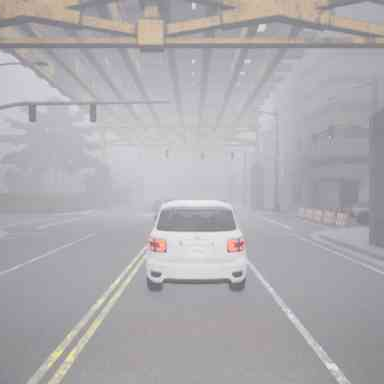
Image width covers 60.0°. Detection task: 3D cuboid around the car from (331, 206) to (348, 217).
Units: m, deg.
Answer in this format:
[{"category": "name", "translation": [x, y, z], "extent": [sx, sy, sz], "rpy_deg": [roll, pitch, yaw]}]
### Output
[{"category": "car", "translation": [13.656, 1.279, 26.291], "extent": [4.536, 1.218, 1.853], "rpy_deg": [0, 0, 25]}]

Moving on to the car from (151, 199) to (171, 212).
[{"category": "car", "translation": [-3.567, 1.577, 39.116], "extent": [1.895, 1.301, 4.718], "rpy_deg": [0, 0, 0]}]

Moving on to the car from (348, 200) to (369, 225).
[{"category": "car", "translation": [13.279, 1.439, 22.155], "extent": [4.974, 1.542, 2.038], "rpy_deg": [0, 0, -20]}]

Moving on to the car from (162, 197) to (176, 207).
[{"category": "car", "translation": [-3.538, 1.494, 52.419], "extent": [1.812, 1.442, 4.674], "rpy_deg": [0, 1, 0]}]

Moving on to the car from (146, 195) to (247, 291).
[{"category": "car", "translation": [0.086, 1.216, 9.111], "extent": [2.150, 2.045, 5.566], "rpy_deg": [0, 0, 0]}]
